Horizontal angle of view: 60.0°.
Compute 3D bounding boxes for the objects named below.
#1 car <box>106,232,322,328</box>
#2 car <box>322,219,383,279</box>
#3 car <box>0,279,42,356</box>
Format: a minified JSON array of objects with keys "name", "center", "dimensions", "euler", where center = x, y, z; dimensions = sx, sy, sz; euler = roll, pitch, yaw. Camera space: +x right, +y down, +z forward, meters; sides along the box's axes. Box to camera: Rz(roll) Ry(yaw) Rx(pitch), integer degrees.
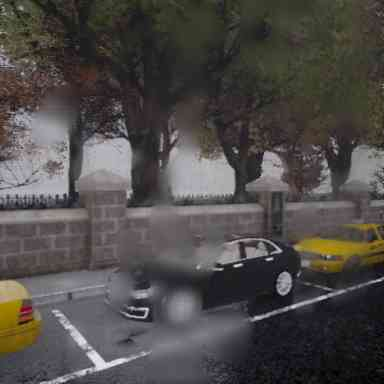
[{"name":"car","center":[0.447,1.552,6.879],"dimensions":[4.403,1.369,2.008],"euler":[0,0,-36]},{"name":"car","center":[4.891,1.529,10.052],"dimensions":[4.829,1.417,1.752],"euler":[0,0,-36]},{"name":"car","center":[-4.275,1.525,3.511],"dimensions":[4.829,1.417,1.752],"euler":[0,0,-36]}]
